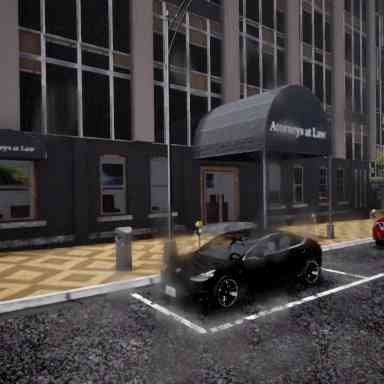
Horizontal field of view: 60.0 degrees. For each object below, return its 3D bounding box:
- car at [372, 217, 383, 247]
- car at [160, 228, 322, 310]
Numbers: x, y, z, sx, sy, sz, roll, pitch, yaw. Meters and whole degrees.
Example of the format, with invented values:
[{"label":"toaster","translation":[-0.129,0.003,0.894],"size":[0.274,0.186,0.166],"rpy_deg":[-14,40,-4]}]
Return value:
[{"label":"car","translation":[9.603,1.310,14.003],"size":[5.009,1.841,2.192],"rpy_deg":[0,-1,-37]},{"label":"car","translation":[1.325,1.564,7.805],"size":[4.313,1.339,1.947],"rpy_deg":[0,-1,-37]}]
